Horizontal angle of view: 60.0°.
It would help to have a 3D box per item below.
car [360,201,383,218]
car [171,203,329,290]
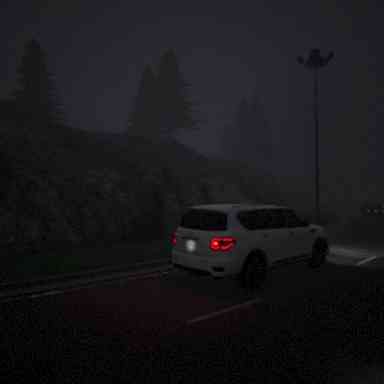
[{"bbox_3d":[18.479,1.897,34.073,2.033,1.411,5.357,-1,-1,21],"label":"car"},{"bbox_3d":[1.939,1.355,9.825,5.566,2.045,2.150,0,-1,-43],"label":"car"}]
